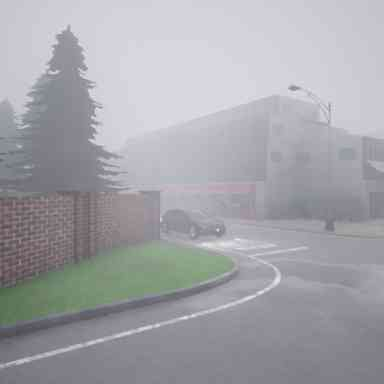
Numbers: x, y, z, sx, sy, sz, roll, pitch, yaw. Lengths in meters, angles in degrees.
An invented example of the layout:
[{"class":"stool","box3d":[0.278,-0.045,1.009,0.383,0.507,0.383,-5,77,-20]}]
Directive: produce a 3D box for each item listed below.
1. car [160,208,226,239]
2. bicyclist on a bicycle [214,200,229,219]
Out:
[{"class":"car","box3d":[-0.073,1.680,18.780,1.837,1.490,4.892,0,0,-35]},{"class":"bicyclist on a bicycle","box3d":[2.517,1.475,28.198,1.656,1.620,0.582,0,0,-35]}]
